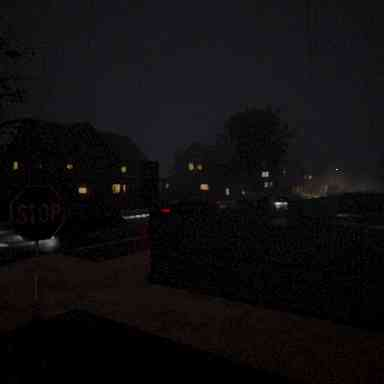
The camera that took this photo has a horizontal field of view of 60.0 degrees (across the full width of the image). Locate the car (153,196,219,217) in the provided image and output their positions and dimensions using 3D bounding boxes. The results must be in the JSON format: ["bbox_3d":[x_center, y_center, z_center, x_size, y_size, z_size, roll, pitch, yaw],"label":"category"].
[{"bbox_3d":[-0.213,1.084,19.474,1.837,1.490,4.892,1,2,36],"label":"car"}]

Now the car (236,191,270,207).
[{"bbox_3d":[6.181,0.657,33.382,1.882,1.535,5.008,1,2,36],"label":"car"}]

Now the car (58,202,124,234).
[{"bbox_3d":[-5.499,1.216,17.005,1.994,1.385,4.181,1,2,35],"label":"car"}]

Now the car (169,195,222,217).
[{"bbox_3d":[0.333,0.980,25.190,1.994,1.385,4.181,1,2,36],"label":"car"}]

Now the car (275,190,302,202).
[{"bbox_3d":[12.275,0.483,41.877,2.033,1.411,5.357,1,2,36],"label":"car"}]

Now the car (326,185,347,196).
[{"bbox_3d":[22.045,-0.091,50.594,2.150,2.045,5.566,1,2,35],"label":"car"}]
